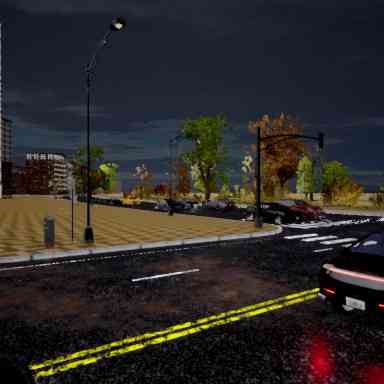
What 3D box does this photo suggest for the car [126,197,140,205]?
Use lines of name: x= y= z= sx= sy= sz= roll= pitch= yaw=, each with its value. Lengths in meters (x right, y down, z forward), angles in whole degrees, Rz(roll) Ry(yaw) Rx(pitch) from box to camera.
car: x=-11.061 y=1.604 z=60.401 sx=1.882 sy=1.535 sz=5.008 roll=0 pitch=0 yaw=-30

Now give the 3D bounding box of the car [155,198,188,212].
car: x=-2.859 y=1.594 z=40.018 sx=1.837 sy=1.490 sz=4.892 roll=0 pitch=0 yaw=-31

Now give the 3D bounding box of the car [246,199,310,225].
car: x=6.080 y=1.527 z=24.905 sx=1.882 sy=1.535 sz=5.008 roll=0 pitch=0 yaw=-27

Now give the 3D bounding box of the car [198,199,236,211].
car: x=3.370 y=1.610 z=42.664 sx=2.033 sy=1.411 sz=5.357 roll=0 pitch=0 yaw=-31

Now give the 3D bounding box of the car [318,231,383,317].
car: x=4.502 y=1.491 z=6.453 sx=4.902 sy=1.511 sz=2.128 roll=0 pitch=0 yaw=-34

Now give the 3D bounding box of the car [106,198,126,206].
car: x=-13.767 y=1.696 z=58.583 sx=1.994 sy=1.385 sz=4.181 roll=0 pitch=0 yaw=-30

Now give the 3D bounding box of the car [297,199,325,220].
car: x=8.723 y=1.390 z=27.731 sx=2.097 sy=1.767 sz=4.553 roll=0 pitch=0 yaw=-34

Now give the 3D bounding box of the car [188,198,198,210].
car: x=-0.807 y=1.572 z=42.892 sx=2.128 sy=1.511 sz=4.902 roll=0 pitch=0 yaw=-31

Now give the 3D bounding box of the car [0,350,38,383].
car: x=-3.128 y=1.491 z=1.178 sx=4.902 sy=1.511 sz=2.128 roll=0 pitch=0 yaw=-36
